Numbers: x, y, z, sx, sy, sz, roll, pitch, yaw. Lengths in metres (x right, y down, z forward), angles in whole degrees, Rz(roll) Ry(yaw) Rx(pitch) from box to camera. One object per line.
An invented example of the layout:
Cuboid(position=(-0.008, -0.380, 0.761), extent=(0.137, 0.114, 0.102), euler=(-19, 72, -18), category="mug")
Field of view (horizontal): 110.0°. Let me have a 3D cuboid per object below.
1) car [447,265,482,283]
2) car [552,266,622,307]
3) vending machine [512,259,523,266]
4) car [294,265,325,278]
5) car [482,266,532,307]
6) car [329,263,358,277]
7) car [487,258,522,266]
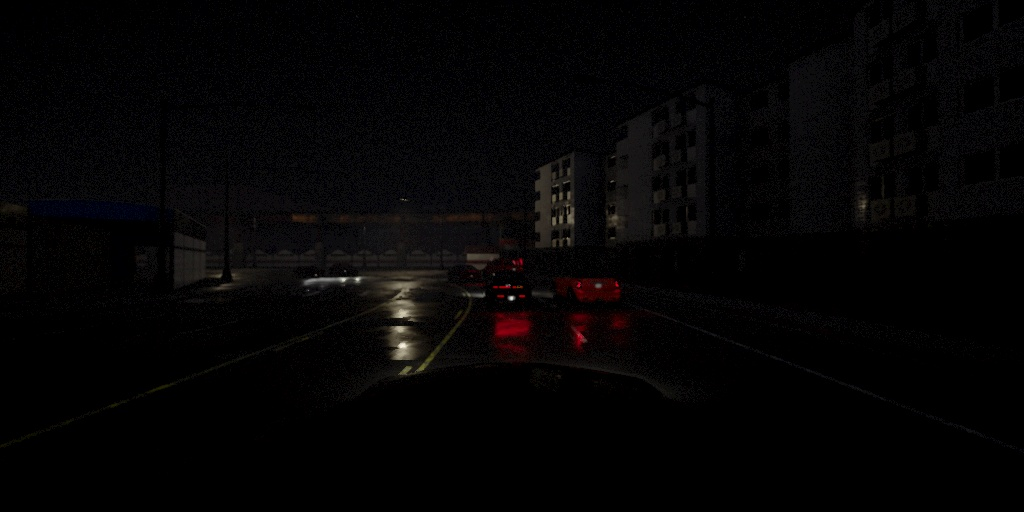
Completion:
Cuboid(position=(-4.289, 1.488, 31.435), extent=(1.882, 1.535, 5.008), euler=(0, 0, -24), category="car")
Cuboid(position=(3.242, 1.229, 16.413), extent=(2.097, 1.767, 4.553), euler=(0, -1, -6), category="car")
Cuboid(position=(0.657, 1.300, 42.212), extent=(1.100, 2.100, 0.880), euler=(0, 0, -31), category="vending machine")
Cuboid(position=(-22.156, 1.677, 39.179), extent=(4.718, 1.301, 1.895), euler=(-1, -1, 44), category="car")
Cuboid(position=(-0.273, 1.386, 16.309), extent=(1.837, 1.490, 4.892), euler=(0, 0, -6), category="car")
Cuboid(position=(-19.513, 1.575, 41.457), extent=(5.008, 1.535, 1.882), euler=(-1, -1, 45), category="car")
Cuboid(position=(-0.861, 1.235, 32.386), extent=(2.150, 2.045, 5.566), euler=(0, 0, -23), category="car")
